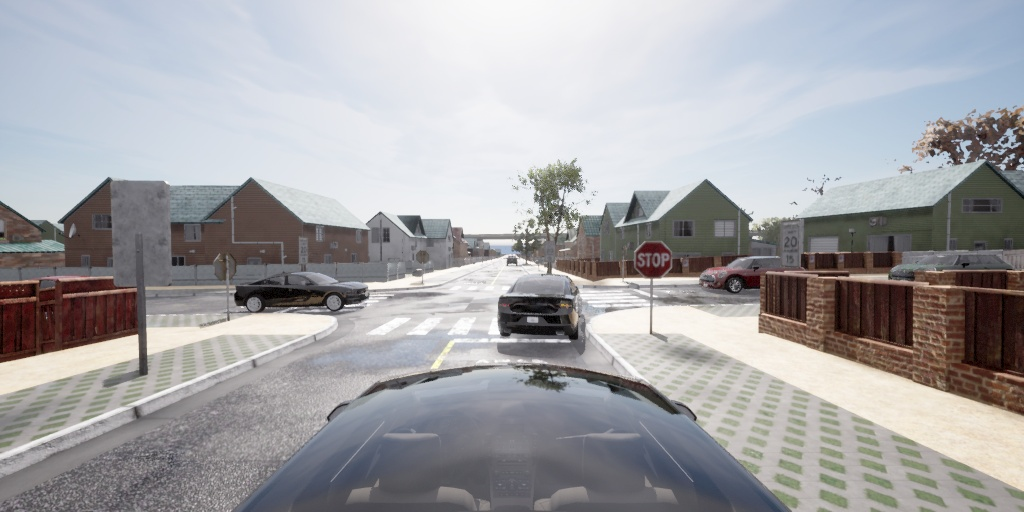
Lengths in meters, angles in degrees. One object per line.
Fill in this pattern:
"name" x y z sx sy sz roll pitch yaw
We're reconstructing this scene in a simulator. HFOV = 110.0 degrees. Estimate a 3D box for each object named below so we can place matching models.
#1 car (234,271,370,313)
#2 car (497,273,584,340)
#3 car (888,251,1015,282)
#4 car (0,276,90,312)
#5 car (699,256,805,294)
"car" -8.465 1.377 14.672 5.008 1.535 1.882 -1 2 0
"car" 0.960 1.224 10.143 1.882 1.535 5.008 0 0 12
"car" 21.705 0.646 17.819 4.553 1.767 2.097 -1 2 0
"car" -18.018 1.547 14.611 5.008 1.535 1.882 -1 2 0
"car" 11.810 0.820 17.750 4.553 1.767 2.097 -1 2 0
